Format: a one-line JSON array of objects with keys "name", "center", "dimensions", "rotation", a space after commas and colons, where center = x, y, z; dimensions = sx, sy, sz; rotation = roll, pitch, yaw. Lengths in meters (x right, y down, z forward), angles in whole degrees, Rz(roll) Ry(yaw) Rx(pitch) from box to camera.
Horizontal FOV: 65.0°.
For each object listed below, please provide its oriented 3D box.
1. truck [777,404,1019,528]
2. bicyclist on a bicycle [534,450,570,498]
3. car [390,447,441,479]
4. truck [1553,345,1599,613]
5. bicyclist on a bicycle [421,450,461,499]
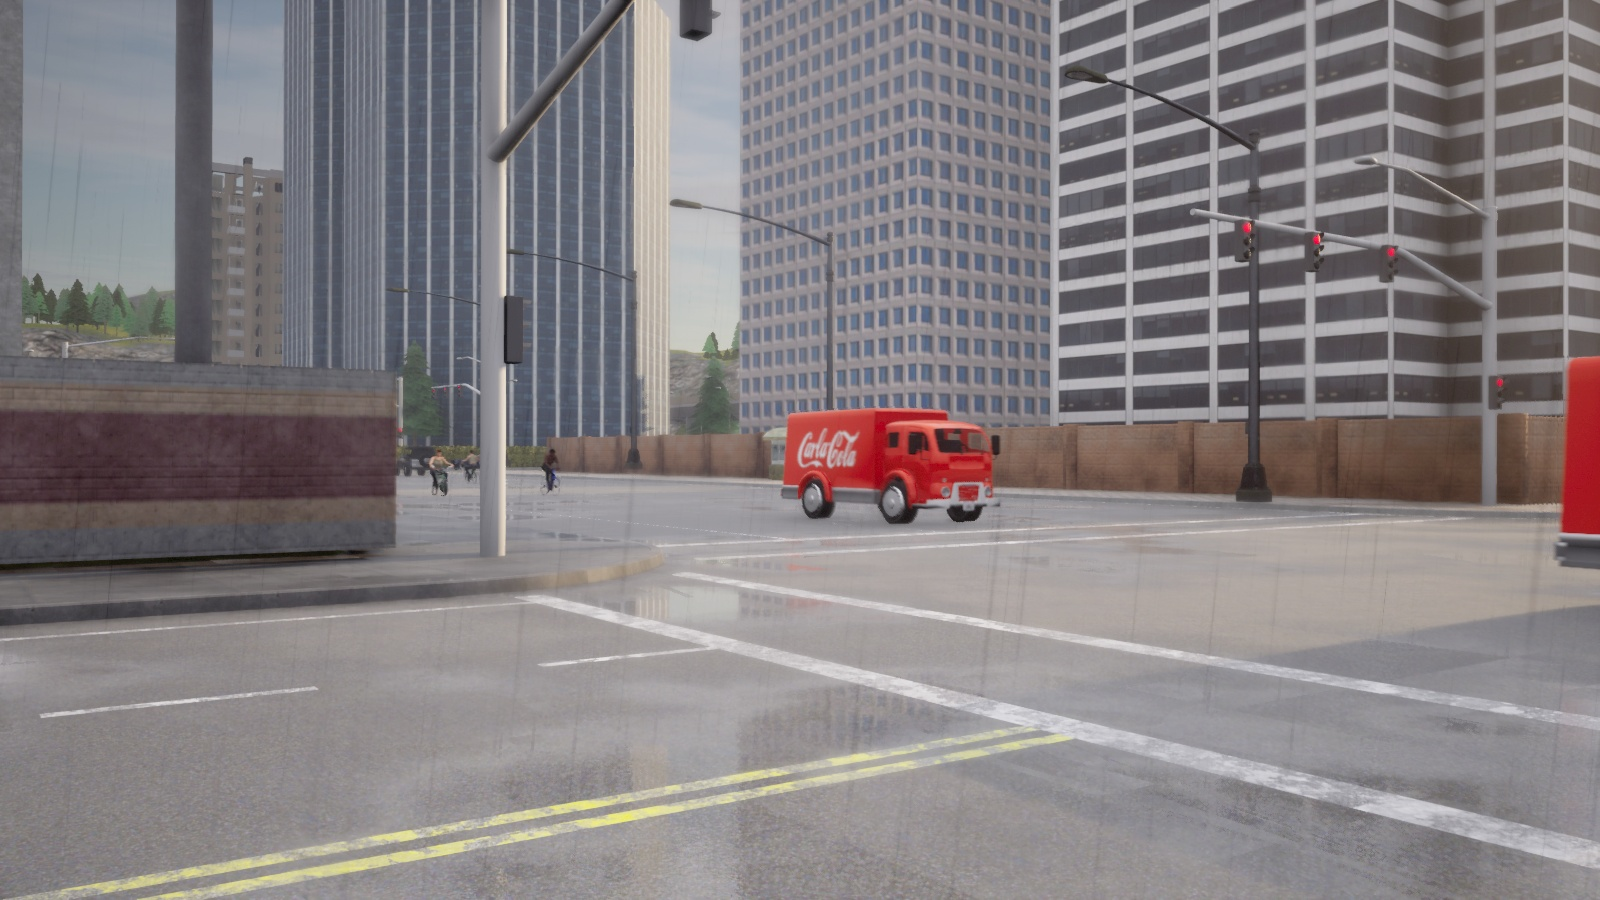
[{"name": "truck", "center": [2.035, 0.322, 27.806], "dimensions": [2.627, 2.467, 5.204], "rotation": [0, 0, -35]}, {"name": "bicyclist on a bicycle", "center": [-8.534, 0.821, 43.159], "dimensions": [0.582, 1.620, 1.656], "rotation": [0, 0, -35]}, {"name": "car", "center": [-23.771, 0.781, 77.625], "dimensions": [1.905, 1.878, 3.866], "rotation": [0, 0, -35]}, {"name": "truck", "center": [9.699, 0.263, 10.498], "dimensions": [2.627, 2.467, 5.204], "rotation": [0, 0, -35]}, {"name": "bicyclist on a bicycle", "center": [-12.042, 0.810, 42.092], "dimensions": [0.866, 1.612, 1.509], "rotation": [0, 0, -34]}]
